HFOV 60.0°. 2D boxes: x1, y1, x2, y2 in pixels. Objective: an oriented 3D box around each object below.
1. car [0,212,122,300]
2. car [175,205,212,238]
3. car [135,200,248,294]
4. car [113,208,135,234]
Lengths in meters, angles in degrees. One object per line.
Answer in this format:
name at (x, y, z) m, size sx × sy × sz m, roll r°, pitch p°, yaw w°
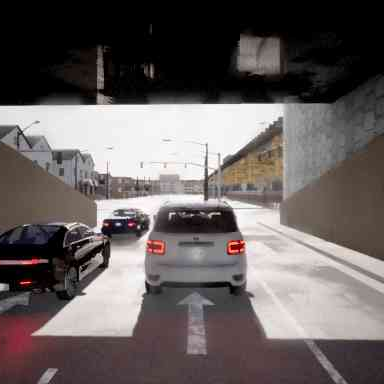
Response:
car at (-3.420, 1.491, 8.382) m, size 2.128 × 1.511 × 4.902 m, roll 0°, pitch 0°, yaw 0°
car at (0.063, 1.526, 18.469) m, size 1.812 × 1.442 × 4.674 m, roll 0°, pitch 0°, yaw 0°
car at (0.085, 1.221, 8.905) m, size 2.150 × 2.045 × 5.566 m, roll 0°, pitch 0°, yaw 0°
car at (-3.417, 1.547, 17.931) m, size 2.033 × 1.411 × 5.357 m, roll 0°, pitch 0°, yaw 0°
